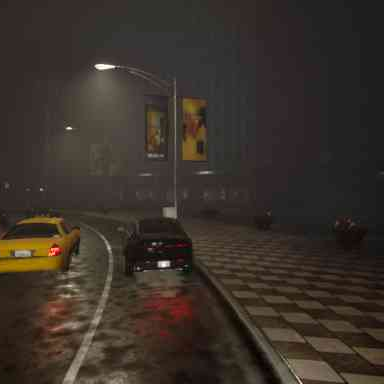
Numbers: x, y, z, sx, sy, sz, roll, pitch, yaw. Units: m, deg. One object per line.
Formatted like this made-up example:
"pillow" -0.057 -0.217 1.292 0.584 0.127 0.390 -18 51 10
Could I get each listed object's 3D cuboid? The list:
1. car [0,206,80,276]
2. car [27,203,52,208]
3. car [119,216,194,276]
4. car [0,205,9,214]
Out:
"car" -4.602 1.452 10.409 1.801 1.575 5.366 0 0 -13
"car" -11.561 1.553 25.519 1.994 1.385 4.181 0 0 -35
"car" -1.230 1.503 10.445 1.837 1.490 4.892 0 0 -13
"car" -12.802 1.513 21.195 1.812 1.442 4.674 0 0 -31
